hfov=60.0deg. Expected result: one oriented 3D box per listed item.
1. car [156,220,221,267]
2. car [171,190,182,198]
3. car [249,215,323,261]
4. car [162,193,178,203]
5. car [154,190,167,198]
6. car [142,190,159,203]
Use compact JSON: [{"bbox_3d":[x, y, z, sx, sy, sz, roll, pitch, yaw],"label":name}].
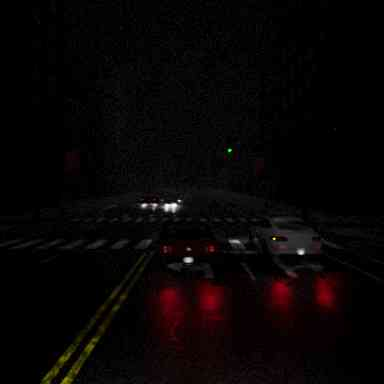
[{"bbox_3d":[-0.248,1.644,11.645,1.895,1.301,4.718,0,0,-4],"label":"car"},{"bbox_3d":[-3.195,0.314,68.528,2.128,1.511,4.902,0,1,0],"label":"car"},{"bbox_3d":[3.298,1.568,12.306,1.812,1.442,4.674,0,0,1],"label":"car"},{"bbox_3d":[-3.286,0.963,52.591,2.128,1.511,4.902,0,1,0],"label":"car"},{"bbox_3d":[-6.445,0.329,68.531,2.033,1.411,5.357,0,1,0],"label":"car"},{"bbox_3d":[-6.534,0.695,52.515,2.150,2.045,5.566,0,1,0],"label":"car"}]
